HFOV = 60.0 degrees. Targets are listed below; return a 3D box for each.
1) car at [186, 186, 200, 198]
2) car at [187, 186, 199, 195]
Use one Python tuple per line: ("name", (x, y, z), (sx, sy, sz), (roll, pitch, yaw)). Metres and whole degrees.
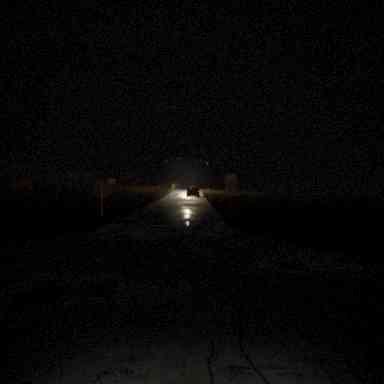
("car", (0.163, -0.086, 52.788), (2.097, 1.767, 4.553), (0, 2, 0))
("car", (0.196, -0.323, 62.850), (2.128, 1.511, 4.902), (0, 2, 0))
